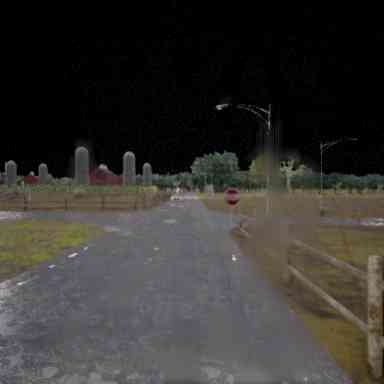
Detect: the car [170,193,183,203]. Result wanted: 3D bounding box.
[{"bbox_3d":[-2.736,1.012,60.105,2.097,1.767,4.553,0,0,0],"label":"car"}]
